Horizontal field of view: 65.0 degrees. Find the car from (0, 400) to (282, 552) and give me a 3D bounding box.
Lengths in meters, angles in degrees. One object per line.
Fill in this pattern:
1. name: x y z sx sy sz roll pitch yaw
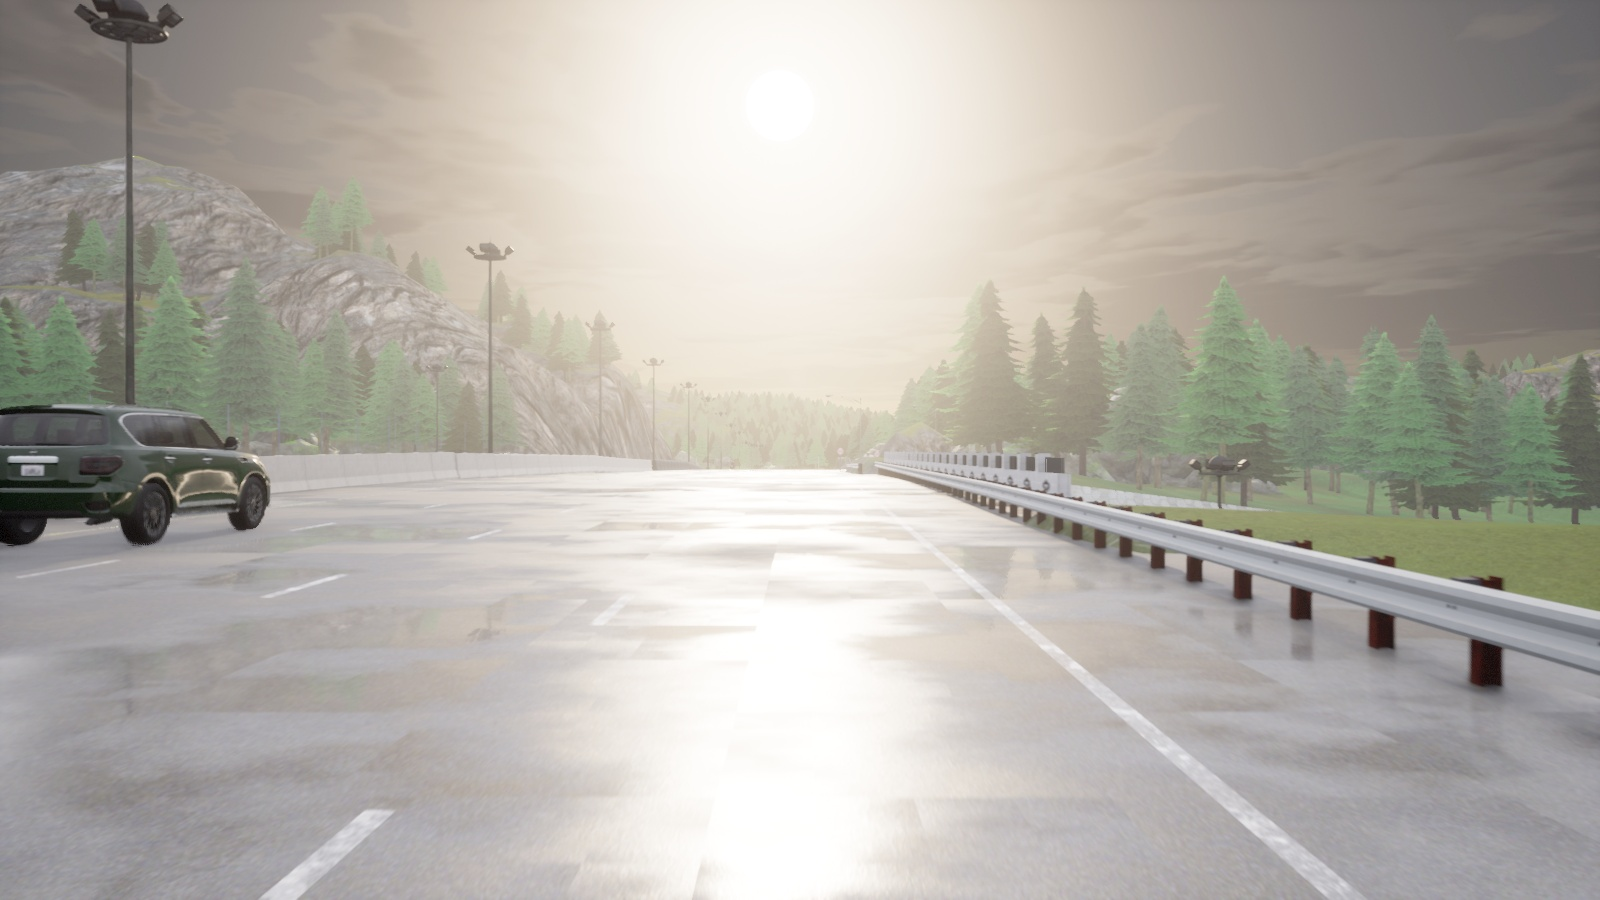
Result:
1. car: -10.374 0.334 19.740 2.150 2.045 5.566 0 0 0
